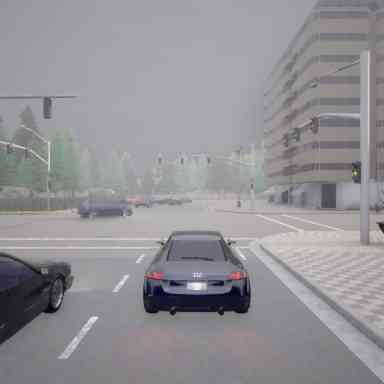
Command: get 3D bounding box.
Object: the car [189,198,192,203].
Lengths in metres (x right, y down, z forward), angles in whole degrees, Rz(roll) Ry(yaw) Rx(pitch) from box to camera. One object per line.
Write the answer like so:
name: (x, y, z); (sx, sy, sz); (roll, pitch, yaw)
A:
car: (-1.674, 1.564, 67.250); (1.994, 1.385, 4.181); (0, 0, 28)

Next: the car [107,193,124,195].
car: (-10.404, 1.221, 44.430); (2.150, 2.045, 5.566); (0, 0, 2)

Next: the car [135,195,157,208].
car: (-6.828, 1.547, 48.088); (2.033, 1.411, 5.357); (0, 0, 2)

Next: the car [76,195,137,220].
car: (-7.543, 1.385, 28.927); (4.553, 1.767, 2.097); (0, 0, -40)

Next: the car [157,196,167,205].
car: (-5.360, 1.478, 57.957); (1.882, 1.535, 5.008); (0, 0, 15)

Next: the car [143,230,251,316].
car: (0.094, 1.564, 7.632); (1.994, 1.385, 4.181); (0, 0, 0)

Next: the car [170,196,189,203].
car: (-2.722, 1.524, 72.429); (1.812, 1.442, 4.674); (0, 0, 34)

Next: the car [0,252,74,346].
car: (-3.426, 1.547, 4.599); (2.033, 1.411, 5.357); (0, 0, 0)

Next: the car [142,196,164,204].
car: (-7.343, 1.547, 63.293); (2.033, 1.411, 5.357); (0, 0, 21)

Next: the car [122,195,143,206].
car: (-9.582, 1.352, 53.863); (2.097, 1.767, 4.553); (0, 0, 8)

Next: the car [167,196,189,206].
car: (-2.326, 1.525, 54.934); (1.812, 1.442, 4.674); (0, 0, 11)
